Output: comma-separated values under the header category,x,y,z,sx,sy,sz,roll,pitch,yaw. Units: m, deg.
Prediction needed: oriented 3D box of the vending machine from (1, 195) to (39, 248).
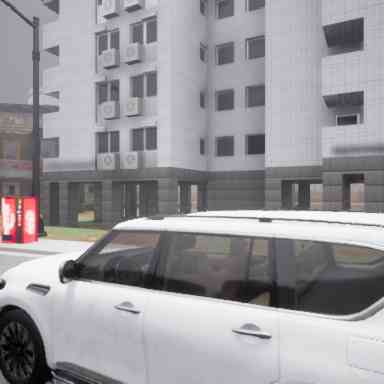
category,x,y,z,sx,sy,sz,roll,pitch,yaw
vending machine,-7.198,1.195,13.927,0.880,2.100,1.100,0,0,21

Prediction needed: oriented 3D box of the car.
category,x,y,z,sx,sy,sz,roll,pitch,yaw
car,0.070,1.220,3.727,5.566,2.045,2.150,0,0,31
